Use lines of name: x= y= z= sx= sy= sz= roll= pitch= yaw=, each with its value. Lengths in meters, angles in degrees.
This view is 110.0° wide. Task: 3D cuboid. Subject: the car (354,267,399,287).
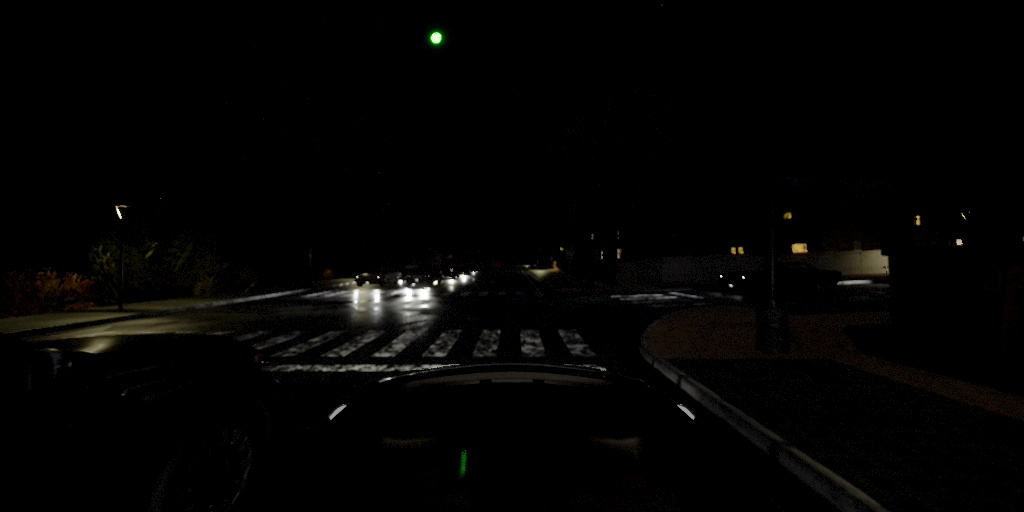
car: x=-9.847 y=1.531 z=26.611 sx=1.895 sy=1.301 sz=4.718 roll=0 pitch=0 yaw=0

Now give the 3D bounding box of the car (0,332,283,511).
car: x=-3.158 y=0.966 z=0.792 sx=2.150 sy=2.045 sz=5.566 roll=0 pitch=0 yaw=2

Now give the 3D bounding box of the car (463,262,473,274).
car: x=-6.584 y=1.681 z=46.149 sx=1.895 sy=1.301 sz=4.718 roll=0 pitch=0 yaw=0

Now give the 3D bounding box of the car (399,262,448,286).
car: x=-6.595 y=1.426 z=27.273 sx=2.128 sy=1.511 sz=4.902 roll=0 pitch=0 yaw=0

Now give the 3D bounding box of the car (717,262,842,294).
car: x=12.015 y=0.950 z=16.322 sx=4.718 sy=1.301 sz=1.895 roll=-2 pitch=-1 yaw=-5

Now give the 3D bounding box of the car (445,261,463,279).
car: x=-6.589 y=1.356 z=36.414 sx=2.097 sy=1.767 sz=4.553 roll=0 pitch=0 yaw=0

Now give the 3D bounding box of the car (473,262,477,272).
car: x=-6.545 y=1.689 z=56.512 sx=1.812 sy=1.442 sz=4.674 roll=0 pitch=0 yaw=1
